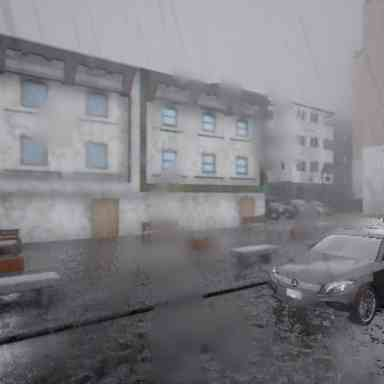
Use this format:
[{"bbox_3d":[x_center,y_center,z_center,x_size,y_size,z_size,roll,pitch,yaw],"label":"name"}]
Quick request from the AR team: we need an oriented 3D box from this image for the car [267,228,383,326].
[{"bbox_3d":[3.701,1.560,7.247,4.674,1.442,1.812,1,0,-36],"label":"car"}]

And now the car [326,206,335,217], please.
[{"bbox_3d":[11.507,1.548,31.691,1.816,1.474,4.193,0,0,-26],"label":"car"}]

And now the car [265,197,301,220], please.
[{"bbox_3d":[6.801,1.346,27.868,1.905,1.878,3.866,0,0,-26],"label":"car"}]

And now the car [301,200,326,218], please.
[{"bbox_3d":[9.189,1.466,29.859,2.242,1.667,4.611,0,0,-26],"label":"car"}]

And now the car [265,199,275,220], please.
[{"bbox_3d":[4.605,1.505,26.798,1.845,1.501,3.633,0,0,-26],"label":"car"}]
